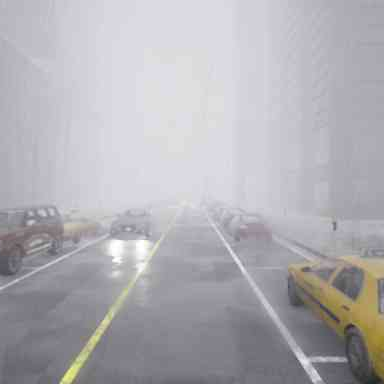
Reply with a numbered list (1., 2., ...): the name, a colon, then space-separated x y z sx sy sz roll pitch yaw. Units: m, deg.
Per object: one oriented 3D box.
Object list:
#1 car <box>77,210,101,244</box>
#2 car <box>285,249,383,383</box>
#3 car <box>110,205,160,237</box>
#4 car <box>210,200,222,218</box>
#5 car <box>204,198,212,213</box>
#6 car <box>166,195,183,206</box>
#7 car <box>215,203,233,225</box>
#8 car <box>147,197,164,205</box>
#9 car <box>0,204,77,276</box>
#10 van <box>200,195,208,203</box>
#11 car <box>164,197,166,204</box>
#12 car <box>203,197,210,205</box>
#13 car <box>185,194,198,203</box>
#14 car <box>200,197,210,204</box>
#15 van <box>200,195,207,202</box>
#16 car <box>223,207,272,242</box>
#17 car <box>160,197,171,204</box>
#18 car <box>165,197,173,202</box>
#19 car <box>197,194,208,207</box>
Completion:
1. car: -5.759 1.574 16.088 1.752 1.417 4.829 0 0 0
2. car: 2.764 1.541 5.202 1.752 1.417 4.829 0 0 0
3. car: -3.096 1.618 18.106 1.994 1.385 4.181 0 0 0
4. car: 2.768 1.610 27.676 1.752 1.417 4.829 0 0 0
5. car: 2.770 1.689 38.744 1.947 1.339 4.313 0 0 0
6. car: -3.039 1.758 59.046 1.994 1.385 4.181 0 0 1
7. car: 2.767 1.648 21.887 1.802 1.307 4.206 0 0 0
8. car: -5.753 1.744 49.968 1.802 1.307 4.206 0 0 0
9. car: -5.760 1.347 10.640 2.192 1.841 5.009 0 0 0
10. van: 2.778 1.604 78.076 1.690 1.788 3.998 0 0 0
11. car: -5.749 1.767 66.823 1.887 1.381 4.507 0 0 0
12. car: 2.771 1.687 44.363 1.887 1.381 4.507 0 0 0
13. car: 0.015 1.722 75.633 2.033 1.411 5.357 0 0 0
14. car: 2.777 1.793 72.456 2.008 1.369 4.403 0 0 0
15. van: 2.779 1.625 83.695 1.690 1.788 3.998 0 0 0
16. car: 2.766 1.631 16.269 1.802 1.307 4.206 0 0 0
17. car: -5.748 1.808 72.441 1.947 1.339 4.313 0 0 0
18. car: -5.746 1.866 83.678 1.802 1.307 4.206 0 0 0
19. car: 2.399 1.542 57.012 2.097 1.767 4.553 0 0 0
